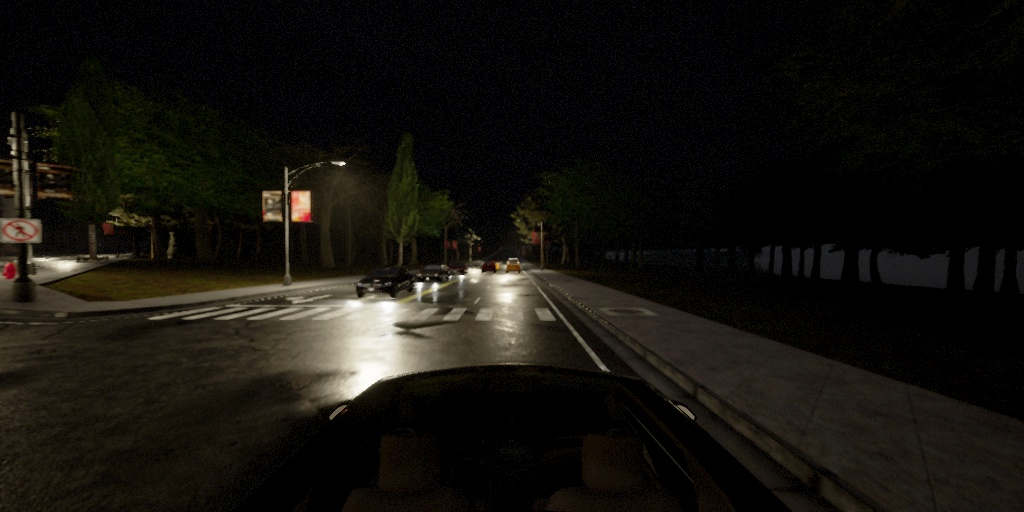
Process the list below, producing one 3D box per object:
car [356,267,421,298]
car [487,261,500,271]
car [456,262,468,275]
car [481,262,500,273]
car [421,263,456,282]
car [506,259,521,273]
[{"bbox_3d":[-6.499,1.294,18.929,1.812,1.442,4.674,0,0,0],"label":"car"},{"bbox_3d":[-3.027,1.654,59.203,1.882,1.535,5.008,0,-1,0],"label":"car"},{"bbox_3d":[-6.384,1.487,42.810,1.812,1.442,4.674,0,0,1],"label":"car"},{"bbox_3d":[-3.068,1.523,48.769,1.882,1.535,5.008,0,-1,0],"label":"car"},{"bbox_3d":[-6.449,1.387,30.188,2.033,1.411,5.357,0,0,1],"label":"car"},{"bbox_3d":[0.181,1.535,48.756,1.882,1.535,5.008,0,-1,0],"label":"car"}]
